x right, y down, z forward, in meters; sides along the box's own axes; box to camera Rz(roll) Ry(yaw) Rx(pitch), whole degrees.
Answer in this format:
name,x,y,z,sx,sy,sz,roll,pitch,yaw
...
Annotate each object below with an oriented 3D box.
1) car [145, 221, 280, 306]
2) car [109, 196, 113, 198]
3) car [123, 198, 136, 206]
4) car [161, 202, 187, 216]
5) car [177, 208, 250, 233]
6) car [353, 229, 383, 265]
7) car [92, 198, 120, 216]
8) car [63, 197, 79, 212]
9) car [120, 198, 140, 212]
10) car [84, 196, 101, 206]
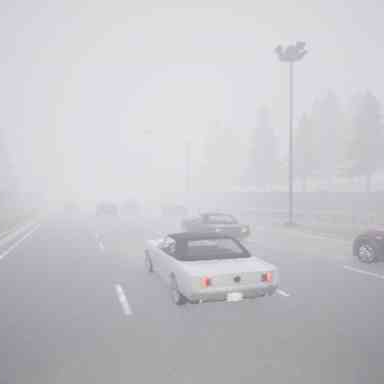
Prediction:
name,x,y,z,sx,sy,sz,roll,pitch,yaw
car,0.094,1.654,8.255,1.895,1.301,4.718,0,0,-19
car,-19.688,1.962,75.452,1.895,1.301,4.718,0,0,-19
car,-12.408,1.944,65.524,1.895,1.301,4.718,0,0,-19
car,-1.860,1.737,35.358,1.812,1.442,4.674,0,-1,-19
car,0.963,1.710,16.602,1.895,1.301,4.718,0,0,-19
car,7.012,1.452,9.691,2.097,1.767,4.553,0,0,-19
car,-8.906,1.645,34.306,1.882,1.535,5.008,0,-1,-19
car,-15.586,1.732,42.798,2.033,1.411,5.357,0,0,-19
car,-7.996,1.573,42.310,2.097,1.767,4.553,0,0,-19
car,-18.790,1.768,62.575,1.882,1.535,5.008,0,-1,-19
